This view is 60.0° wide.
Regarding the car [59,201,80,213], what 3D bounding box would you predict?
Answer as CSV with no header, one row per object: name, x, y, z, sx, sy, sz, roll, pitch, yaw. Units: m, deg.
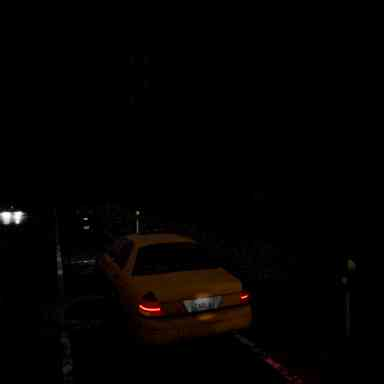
car,-8.244,1.551,23.785,2.008,1.369,4.403,0,0,-23

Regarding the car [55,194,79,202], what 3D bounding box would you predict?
car,-12.487,1.316,33.986,2.192,1.841,5.009,0,0,-23

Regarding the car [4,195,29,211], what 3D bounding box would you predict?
car,-21.314,1.495,39.941,2.128,1.511,4.902,0,0,-22

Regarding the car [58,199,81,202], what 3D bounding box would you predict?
car,-10.365,1.567,28.885,1.947,1.339,4.313,0,0,-23

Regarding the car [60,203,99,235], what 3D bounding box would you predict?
car,-6.122,1.551,18.686,2.008,1.369,4.403,0,0,-23

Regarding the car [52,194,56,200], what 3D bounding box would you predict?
car,-31.731,1.469,79.499,1.967,1.590,4.097,0,0,-24

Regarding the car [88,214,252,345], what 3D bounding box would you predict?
car,-0.841,1.457,6.750,1.801,1.575,5.366,0,0,-23

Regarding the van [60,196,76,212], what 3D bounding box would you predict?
van,-14.609,1.342,39.085,1.690,1.788,3.998,0,0,-23
